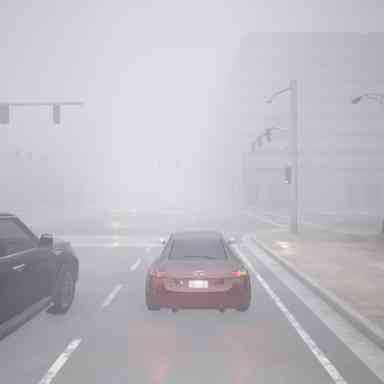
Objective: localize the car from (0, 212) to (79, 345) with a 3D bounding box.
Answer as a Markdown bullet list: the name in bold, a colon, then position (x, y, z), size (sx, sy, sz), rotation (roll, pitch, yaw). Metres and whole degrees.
- **car**: position (-3.395, 1.221, 4.436), size (2.150, 2.045, 5.566), rotation (0, 0, 1)

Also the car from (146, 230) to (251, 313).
- **car**: position (0.115, 1.564, 7.761), size (1.994, 1.385, 4.181), rotation (0, 0, 0)
